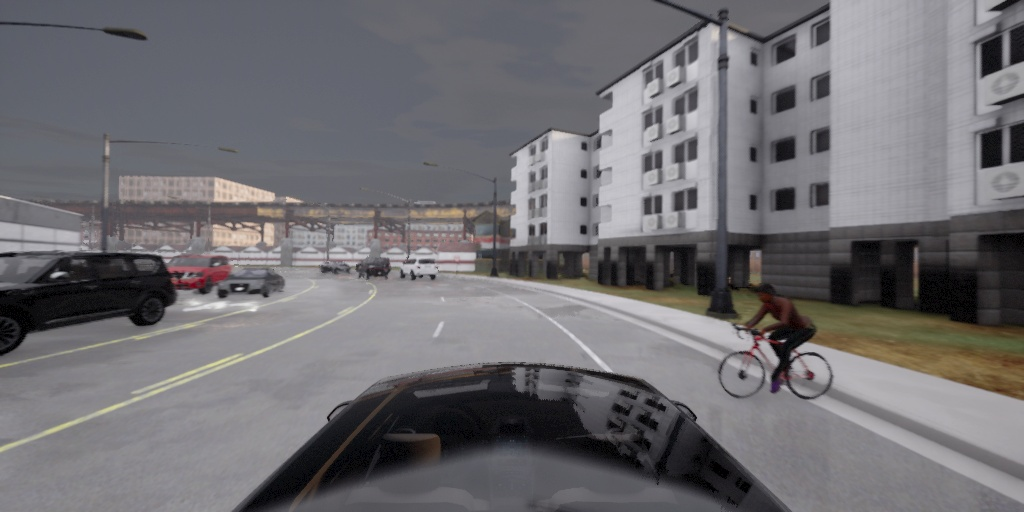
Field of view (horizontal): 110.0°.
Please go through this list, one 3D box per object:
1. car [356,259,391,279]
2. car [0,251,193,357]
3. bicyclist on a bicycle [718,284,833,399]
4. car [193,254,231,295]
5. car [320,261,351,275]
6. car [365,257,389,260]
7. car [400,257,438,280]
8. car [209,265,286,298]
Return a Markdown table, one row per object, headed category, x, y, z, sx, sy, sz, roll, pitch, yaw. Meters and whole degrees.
| category | x | y | z | sx | sy | sz | roll | pitch | yaw |
| --- | --- | --- | --- | --- | --- | --- | --- | --- | --- |
| car | -13.296 | 1.360 | 34.141 | 1.882 | 1.535 | 5.008 | 1 | 0 | -35 |
| car | -10.933 | 0.902 | 8.423 | 2.150 | 2.045 | 5.566 | 1 | -1 | -6 |
| bicyclist on a bicycle | 3.754 | 1.234 | 5.105 | 1.656 | 1.620 | 0.582 | 1 | -1 | 0 |
| car | -17.128 | 0.927 | 19.508 | 2.150 | 2.045 | 5.566 | 1 | -1 | -23 |
| car | -20.732 | 1.357 | 42.053 | 4.902 | 1.511 | 2.128 | 0 | -1 | 40 |
| car | -16.685 | 1.148 | 43.268 | 5.566 | 2.045 | 2.150 | 1 | 0 | 43 |
| car | -8.881 | 1.154 | 33.959 | 2.150 | 2.045 | 5.566 | 1 | -1 | -33 |
| car | -13.019 | 1.307 | 18.185 | 1.994 | 1.385 | 4.181 | 1 | -1 | -19 |
